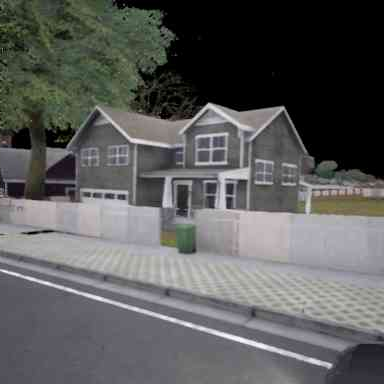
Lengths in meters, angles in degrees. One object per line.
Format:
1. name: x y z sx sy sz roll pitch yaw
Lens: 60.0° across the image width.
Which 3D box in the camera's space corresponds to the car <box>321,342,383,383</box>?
1. car: 3.213 1.557 1.270 5.357 1.411 2.033 0 0 35
